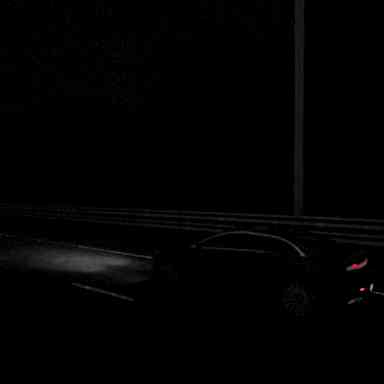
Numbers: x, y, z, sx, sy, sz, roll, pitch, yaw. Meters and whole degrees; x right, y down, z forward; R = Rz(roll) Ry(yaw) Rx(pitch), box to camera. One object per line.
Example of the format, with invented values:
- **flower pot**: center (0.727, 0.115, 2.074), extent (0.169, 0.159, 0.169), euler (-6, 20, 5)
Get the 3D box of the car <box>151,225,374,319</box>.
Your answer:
- **car**: center (1.257, 1.485, 7.397), extent (4.902, 1.511, 2.128), euler (0, 0, 36)
